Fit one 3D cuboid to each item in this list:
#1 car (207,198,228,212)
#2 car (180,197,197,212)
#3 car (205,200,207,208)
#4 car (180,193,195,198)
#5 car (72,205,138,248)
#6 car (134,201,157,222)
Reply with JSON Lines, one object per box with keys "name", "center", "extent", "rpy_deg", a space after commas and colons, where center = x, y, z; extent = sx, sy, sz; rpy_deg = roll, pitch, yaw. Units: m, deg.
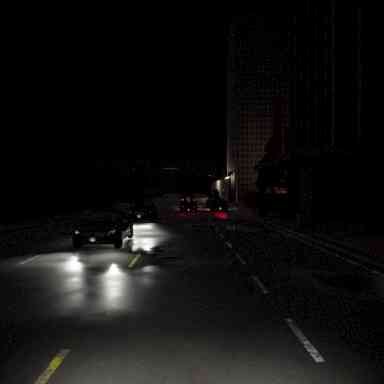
{"name": "car", "center": [3.089, 1.505, 38.726], "extent": [1.837, 1.490, 4.892], "rpy_deg": [0, 0, 0]}
{"name": "car", "center": [-0.374, 1.601, 37.737], "extent": [1.895, 1.301, 4.718], "rpy_deg": [0, 0, -1]}
{"name": "car", "center": [2.932, 1.526, 47.978], "extent": [1.812, 1.442, 4.674], "rpy_deg": [0, 0, 0]}
{"name": "car", "center": [-0.504, 1.221, 47.502], "extent": [2.150, 2.045, 5.566], "rpy_deg": [0, 0, -1]}
{"name": "car", "center": [-3.777, 1.526, 14.857], "extent": [1.812, 1.442, 4.674], "rpy_deg": [0, 0, -1]}
{"name": "car", "center": [-3.834, 1.492, 26.362], "extent": [2.128, 1.511, 4.902], "rpy_deg": [0, 0, -1]}
